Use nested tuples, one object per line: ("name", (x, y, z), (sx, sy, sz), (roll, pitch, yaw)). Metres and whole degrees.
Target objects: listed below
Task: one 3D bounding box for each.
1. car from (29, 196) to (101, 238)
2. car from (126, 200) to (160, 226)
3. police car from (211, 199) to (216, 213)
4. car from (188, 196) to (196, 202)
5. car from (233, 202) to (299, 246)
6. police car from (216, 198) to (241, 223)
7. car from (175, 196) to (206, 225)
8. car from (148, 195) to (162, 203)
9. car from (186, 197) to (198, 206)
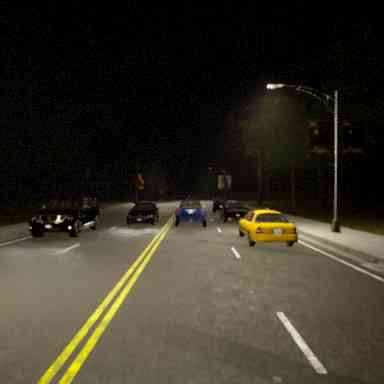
("car", (-6.606, 1.228, 18.046), (2.150, 2.045, 5.566), (0, 0, 0))
("car", (-3.360, 1.486, 23.648), (1.882, 1.535, 5.008), (0, 0, 0))
("police car", (3.235, 1.442, 37.053), (1.930, 1.638, 5.238), (0, 0, 0))
("car", (-0.031, 1.625, 74.692), (1.895, 1.301, 4.718), (0, 0, 0))
("car", (3.244, 1.461, 15.130), (1.801, 1.575, 5.366), (0, 0, 0))
("police car", (3.240, 1.435, 26.052), (1.930, 1.638, 5.238), (0, 0, 0))
("car", (-0.072, 1.360, 24.003), (2.097, 1.767, 4.553), (0, 0, 0))
("car", (-6.524, 1.238, 58.536), (1.895, 1.301, 4.718), (0, 0, 0))
("car", (0.066, 1.575, 58.164), (2.033, 1.411, 5.357), (0, 0, 0))
